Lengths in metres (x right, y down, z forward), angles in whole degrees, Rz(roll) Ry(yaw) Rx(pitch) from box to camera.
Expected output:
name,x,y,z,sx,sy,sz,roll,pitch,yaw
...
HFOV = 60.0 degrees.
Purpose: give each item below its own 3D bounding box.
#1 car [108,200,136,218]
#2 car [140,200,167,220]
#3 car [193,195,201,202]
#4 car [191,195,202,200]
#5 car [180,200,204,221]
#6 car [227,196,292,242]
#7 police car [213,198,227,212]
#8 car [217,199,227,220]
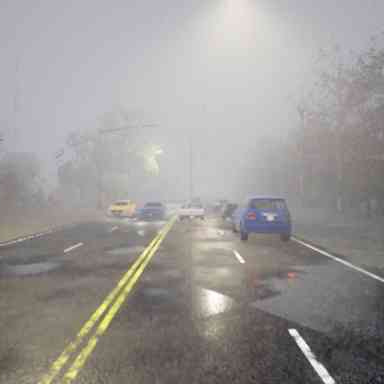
name,x,y,z,sx,sy,sz,roll,pitch,yaw
car,-6.470,1.517,31.149,1.882,1.535,5.008,0,0,1
car,-3.247,1.514,28.632,1.882,1.535,5.008,0,0,1
car,1.232,1.502,76.591,1.812,1.442,4.674,0,0,2
car,0.851,1.520,61.525,2.033,1.411,5.357,1,2,-1
car,0.038,1.620,27.439,1.895,1.301,4.718,-1,-1,1
car,3.276,1.221,16.547,2.150,2.045,5.566,0,-1,0
police car,3.466,1.517,38.448,2.038,1.542,4.974,0,0,1
car,3.337,1.535,27.481,1.812,1.442,4.674,0,0,1
